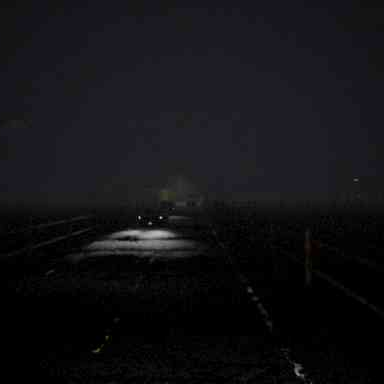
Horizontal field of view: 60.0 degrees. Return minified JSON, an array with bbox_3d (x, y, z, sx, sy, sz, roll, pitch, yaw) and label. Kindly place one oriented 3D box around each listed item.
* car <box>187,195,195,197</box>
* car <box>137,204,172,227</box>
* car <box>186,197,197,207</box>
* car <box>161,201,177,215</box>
[{"bbox_3d":[-0.135,1.668,72.793,2.150,2.045,5.566,0,0,0],"label":"car"},{"bbox_3d":[-2.814,1.824,24.672,1.895,1.301,4.718,0,-1,0],"label":"car"},{"bbox_3d":[-0.116,2.097,62.756,1.994,1.385,4.181,0,0,0],"label":"car"},{"bbox_3d":[-2.821,1.841,38.721,1.837,1.490,4.892,0,0,0],"label":"car"}]
